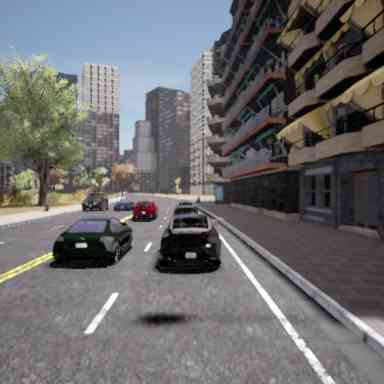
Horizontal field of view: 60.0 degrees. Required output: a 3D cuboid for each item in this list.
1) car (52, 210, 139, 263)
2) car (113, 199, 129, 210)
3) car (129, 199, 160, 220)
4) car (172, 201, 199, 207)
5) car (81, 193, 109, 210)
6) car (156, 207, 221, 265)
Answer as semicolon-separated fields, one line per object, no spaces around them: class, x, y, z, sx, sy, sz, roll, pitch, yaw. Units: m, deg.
car;-3.316;1.548;11.886;1.994;1.385;4.181;0;0;-1
car;-7.768;1.512;38.281;1.994;1.385;4.181;0;0;-3
car;-3.821;1.438;28.097;1.882;1.535;5.008;0;0;-2
car;-0.513;1.466;26.747;1.837;1.490;4.892;0;1;-2
car;-11.032;1.175;38.387;2.150;2.045;5.566;0;0;-3
car;-0.060;1.488;11.610;1.837;1.490;4.892;0;0;-1
